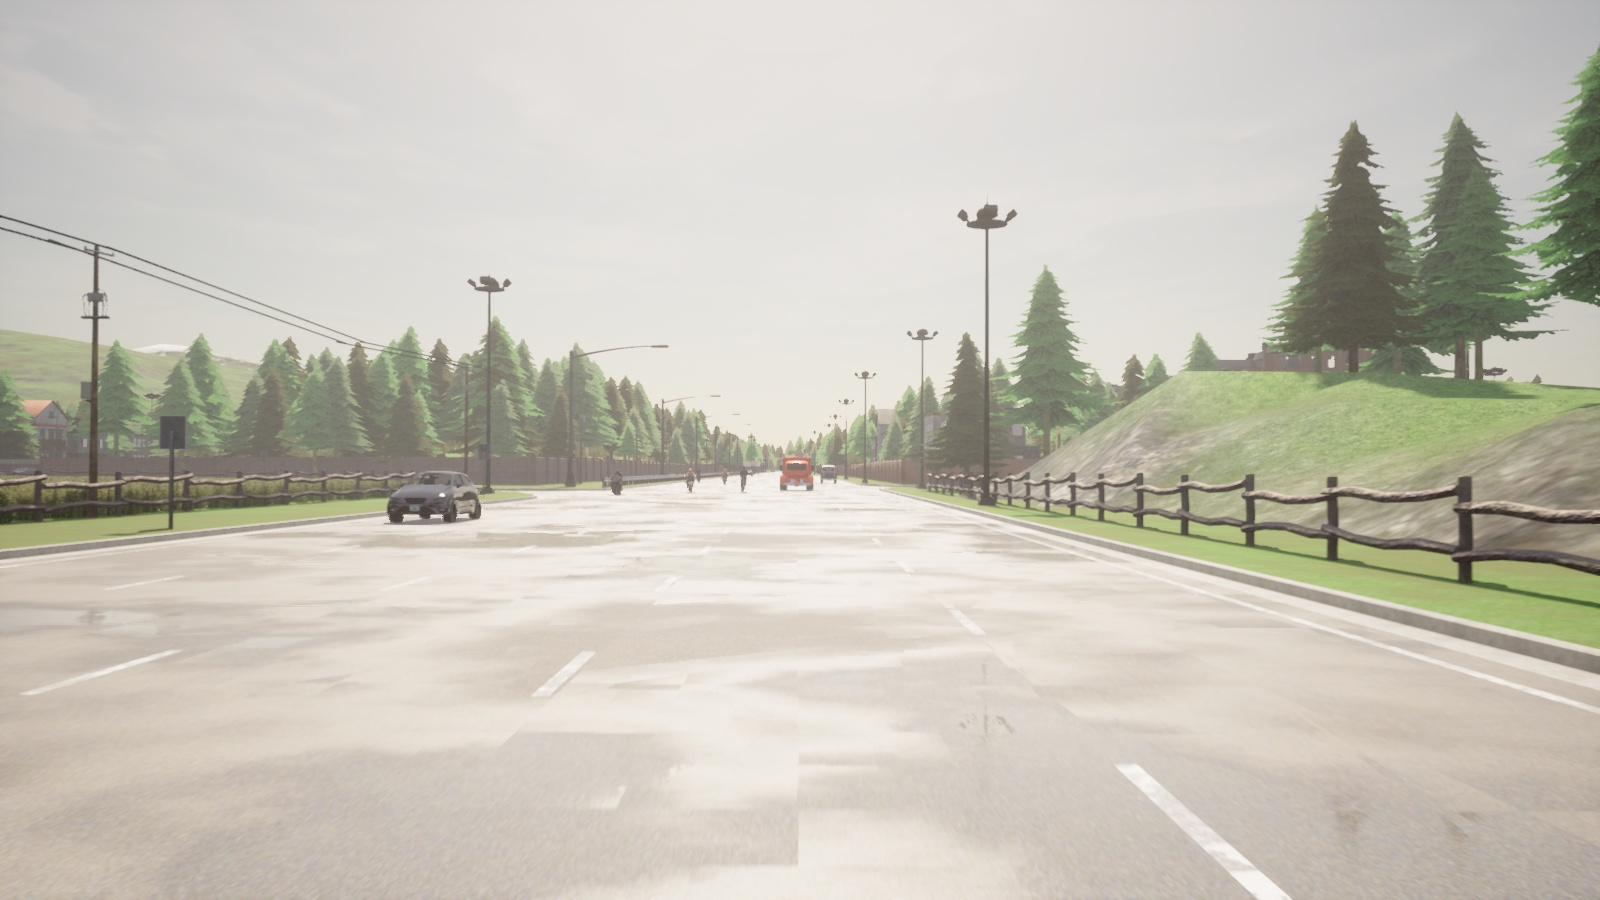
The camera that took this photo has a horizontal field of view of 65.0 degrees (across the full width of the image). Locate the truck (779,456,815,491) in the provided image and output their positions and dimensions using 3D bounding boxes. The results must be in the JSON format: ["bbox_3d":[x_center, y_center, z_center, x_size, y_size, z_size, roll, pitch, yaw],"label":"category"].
[{"bbox_3d":[-0.226,1.751,92.880,2.627,2.467,5.204,0,-1,0],"label":"truck"}]

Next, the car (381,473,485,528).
[{"bbox_3d":[-10.588,1.427,36.539,1.816,1.474,4.193,0,-1,0],"label":"car"}]

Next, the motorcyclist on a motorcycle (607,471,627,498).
[{"bbox_3d":[-10.677,2.011,73.280,0.866,1.530,2.191,0,-1,0],"label":"motorcyclist on a motorcycle"}]
